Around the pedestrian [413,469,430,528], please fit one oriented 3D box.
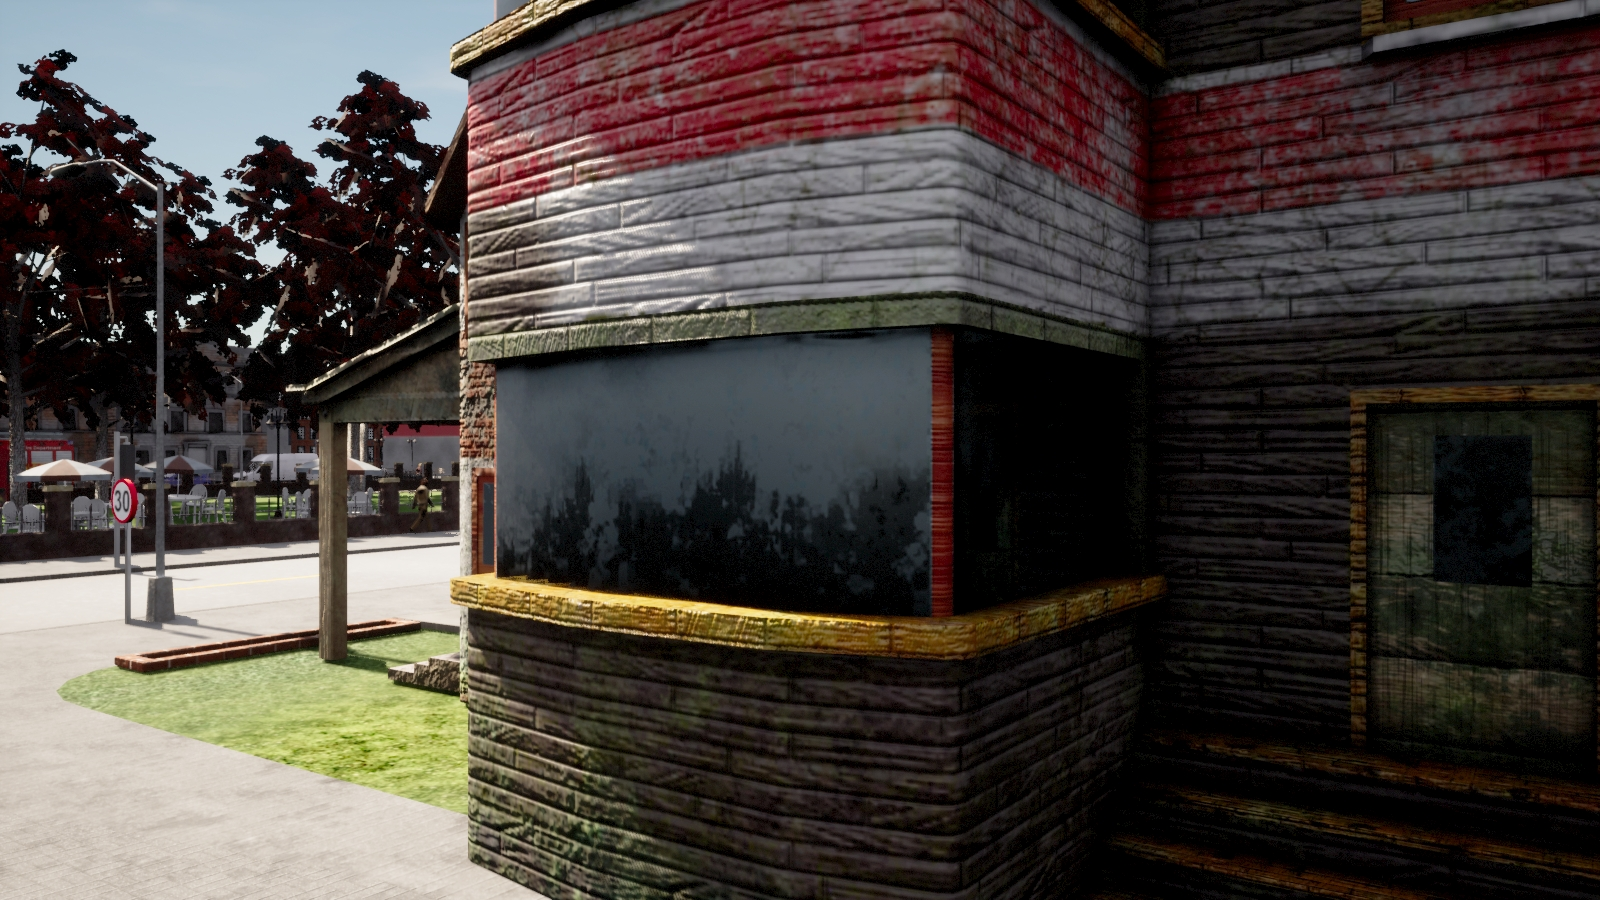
[{"bbox_3d":[-12.075,1.525,36.447,0.375,1.860,0.375,0,0,35],"label":"pedestrian"}]
